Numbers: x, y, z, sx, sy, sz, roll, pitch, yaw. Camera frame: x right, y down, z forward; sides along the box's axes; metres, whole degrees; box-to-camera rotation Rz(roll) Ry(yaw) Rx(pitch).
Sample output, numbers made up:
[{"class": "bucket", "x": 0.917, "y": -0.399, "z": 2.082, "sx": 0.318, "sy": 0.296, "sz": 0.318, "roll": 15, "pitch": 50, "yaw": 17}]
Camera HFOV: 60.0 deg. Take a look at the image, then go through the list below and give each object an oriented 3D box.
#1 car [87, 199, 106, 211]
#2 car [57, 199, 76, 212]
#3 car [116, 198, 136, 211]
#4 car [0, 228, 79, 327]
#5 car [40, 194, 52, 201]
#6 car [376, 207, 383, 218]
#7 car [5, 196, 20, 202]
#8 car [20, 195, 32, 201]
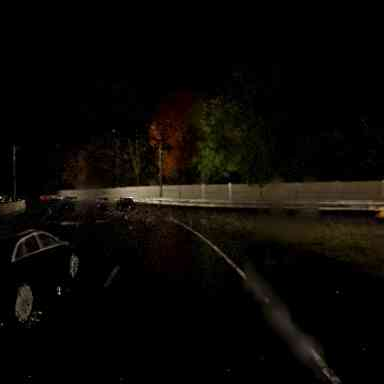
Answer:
[{"class": "car", "x": -11.827, "y": 1.594, "z": 41.159, "sx": 1.994, "sy": 1.385, "sz": 4.181, "roll": 0, "pitch": 0, "yaw": -23}, {"class": "car", "x": -15.436, "y": 1.581, "z": 40.721, "sx": 1.812, "sy": 1.442, "sz": 4.674, "roll": 0, "pitch": 0, "yaw": -23}, {"class": "car", "x": -8.405, "y": 1.511, "z": 42.033, "sx": 1.837, "sy": 1.490, "sz": 4.892, "roll": 0, "pitch": 1, "yaw": -23}, {"class": "car", "x": -3.829, "y": 1.509, "z": 6.973, "sx": 2.128, "sy": 1.511, "sz": 4.902, "roll": 0, "pitch": 0, "yaw": -4}, {"class": "car", "x": -37.566, "y": 1.322, "z": 85.464, "sx": 2.097, "sy": 1.767, "sz": 4.553, "roll": 0, "pitch": 0, "yaw": -36}, {"class": "car", "x": 16.563, "y": 1.331, "z": 24.778, "sx": 5.008, "sy": 1.535, "sz": 1.882, "roll": -1, "pitch": 0, "yaw": 18}, {"class": "car", "x": -44.114, "y": 1.614, "z": 80.271, "sx": 4.718, "sy": 1.301, "sz": 1.895, "roll": 0, "pitch": 0, "yaw": 38}, {"class": "car", "x": -41.794, "y": 1.539, "z": 82.893, "sx": 5.357, "sy": 1.411, "sz": 2.033, "roll": 0, "pitch": 0, "yaw": 38}]
